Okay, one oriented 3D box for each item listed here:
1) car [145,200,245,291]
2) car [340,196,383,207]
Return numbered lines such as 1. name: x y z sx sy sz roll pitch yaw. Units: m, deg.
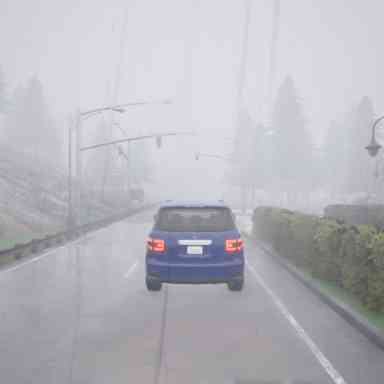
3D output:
1. car: 0.074 1.221 9.144 2.150 2.045 5.566 0 0 0
2. car: 16.140 1.384 30.761 5.566 2.045 2.150 0 0 0
